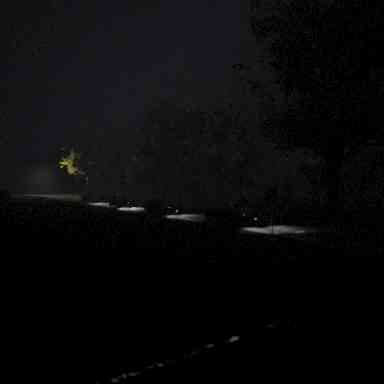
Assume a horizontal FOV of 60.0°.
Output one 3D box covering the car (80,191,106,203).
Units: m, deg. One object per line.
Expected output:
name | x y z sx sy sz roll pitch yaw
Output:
car | -14.756 0.763 48.781 2.128 1.511 4.902 0 1 -33

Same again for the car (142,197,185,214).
car | -2.720 1.172 30.135 2.033 1.411 5.357 0 1 -33

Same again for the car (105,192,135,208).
car | -8.133 1.031 38.484 1.994 1.385 4.181 0 1 -32

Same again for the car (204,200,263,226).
car | 2.565 1.302 21.997 1.812 1.442 4.674 0 1 -33

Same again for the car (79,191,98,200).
car | -18.773 0.568 60.228 2.128 1.511 4.902 0 1 -33

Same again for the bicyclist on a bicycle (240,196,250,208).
bicyclist on a bicycle | 4.606 1.141 29.826 1.656 1.620 0.582 0 1 -33
